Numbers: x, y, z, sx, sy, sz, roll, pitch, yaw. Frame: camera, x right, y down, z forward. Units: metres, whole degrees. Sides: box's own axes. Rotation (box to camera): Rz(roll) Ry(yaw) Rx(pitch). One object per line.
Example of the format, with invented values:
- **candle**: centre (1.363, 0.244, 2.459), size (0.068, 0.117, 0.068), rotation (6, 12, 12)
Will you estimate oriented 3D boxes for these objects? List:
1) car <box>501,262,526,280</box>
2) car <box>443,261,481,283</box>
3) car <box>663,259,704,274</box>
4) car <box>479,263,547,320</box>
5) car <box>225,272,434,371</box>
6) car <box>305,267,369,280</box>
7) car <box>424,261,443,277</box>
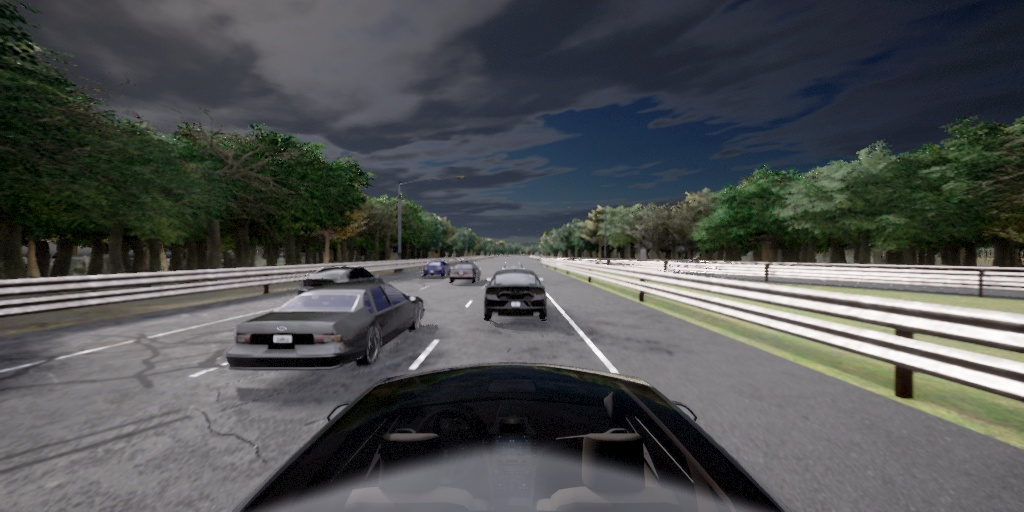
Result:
- **car**: centre (0.113, 1.225, 30.507), size (1.895, 1.301, 4.718), rotation (0, 0, 0)
- **car**: centre (-3.384, 1.187, 26.473), size (2.033, 1.411, 5.357), rotation (0, 0, 0)
- **car**: centre (19.396, 1.160, 40.677), size (2.033, 1.649, 4.856), rotation (0, 0, -18)
- **car**: centre (0.105, 1.176, 12.419), size (1.882, 1.535, 5.008), rotation (0, 0, 0)
- **car**: centre (-3.390, 1.267, 7.826), size (2.033, 1.411, 5.357), rotation (0, 0, 0)
- **car**: centre (-6.895, 1.193, 15.006), size (1.837, 1.490, 4.892), rotation (0, 0, 0)
- **car**: centre (-6.886, 1.138, 33.132), size (1.812, 1.442, 4.674), rotation (0, 0, 0)
